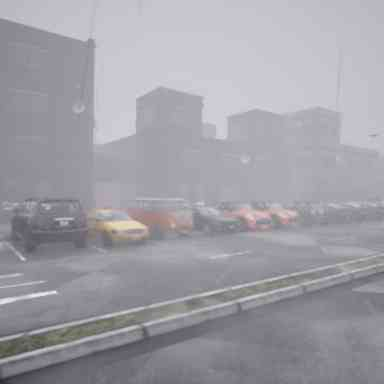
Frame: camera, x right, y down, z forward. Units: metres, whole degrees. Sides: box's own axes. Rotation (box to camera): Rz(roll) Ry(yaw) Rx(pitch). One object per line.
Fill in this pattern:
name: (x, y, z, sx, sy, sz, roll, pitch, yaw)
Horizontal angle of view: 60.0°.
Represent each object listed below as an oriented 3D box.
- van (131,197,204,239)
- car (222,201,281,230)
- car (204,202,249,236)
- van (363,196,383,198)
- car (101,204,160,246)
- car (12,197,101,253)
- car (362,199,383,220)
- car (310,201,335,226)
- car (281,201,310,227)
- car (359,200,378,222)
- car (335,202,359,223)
van: (-1.594, 1.274, 17.277, 1.878, 1.987, 4.442, 0, 0, -36)
car: (2.808, 1.394, 20.602, 2.185, 1.767, 4.553, 0, 0, -36)
car: (0.578, 1.509, 18.979, 2.097, 1.535, 5.008, 0, 0, -36)
van: (18.702, 1.394, 31.767, 1.878, 1.987, 4.442, 0, 0, -35)
car: (-3.799, 1.489, 15.619, 1.946, 1.575, 5.366, 0, 0, -36)
car: (-6.167, 1.232, 14.191, 2.435, 2.045, 5.566, 0, 0, -36)
car: (14.049, 1.587, 28.581, 2.231, 1.521, 4.892, 0, 0, -36)
car: (7.332, 1.417, 23.755, 2.185, 1.767, 4.553, 0, 0, -36)
car: (5.051, 1.405, 22.204, 2.185, 1.767, 4.553, 0, 0, -36)
car: (11.805, 1.571, 26.979, 2.231, 1.521, 4.892, 0, 0, -36)
car: (9.561, 1.557, 25.377, 2.231, 1.521, 4.892, 0, 0, -36)
